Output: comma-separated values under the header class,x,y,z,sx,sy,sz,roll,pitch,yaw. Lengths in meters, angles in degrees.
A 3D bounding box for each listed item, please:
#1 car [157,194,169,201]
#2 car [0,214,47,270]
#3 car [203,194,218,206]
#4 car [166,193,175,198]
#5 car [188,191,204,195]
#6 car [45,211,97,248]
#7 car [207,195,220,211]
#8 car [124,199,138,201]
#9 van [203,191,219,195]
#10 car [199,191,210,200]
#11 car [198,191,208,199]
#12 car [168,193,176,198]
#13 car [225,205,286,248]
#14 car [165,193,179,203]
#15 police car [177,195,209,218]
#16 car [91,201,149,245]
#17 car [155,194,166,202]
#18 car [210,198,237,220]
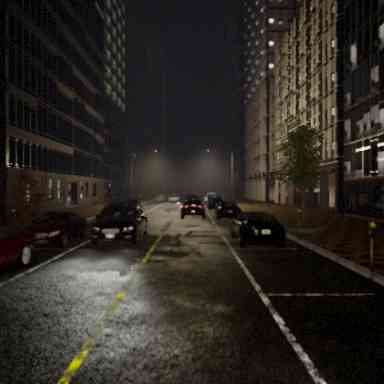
class,x,y,z,sx,sy,sz,roll,pitch,yaw
car,-5.690,1.071,65.384,2.008,1.369,4.403,0,0,0
car,-5.688,1.487,8.457,1.887,1.381,4.507,0,0,0
car,2.692,1.096,48.295,1.967,1.590,4.097,0,0,0
car,-5.690,0.885,88.152,2.008,1.369,4.403,0,0,0
car,0.080,1.047,43.091,2.097,1.767,4.553,0,0,0
car,-5.689,1.485,14.151,1.802,1.307,4.206,0,0,0
car,2.692,1.307,36.912,1.947,1.339,4.313,0,0,0
car,-5.689,1.368,25.535,1.887,1.381,4.507,0,0,0
van,2.692,1.040,42.604,1.690,1.788,3.998,0,0,0
car,2.692,0.790,71.062,2.192,1.841,5.009,0,0,0
car,2.692,0.697,82.447,2.192,1.841,5.009,0,0,0
car,-5.691,0.852,93.845,1.947,1.339,4.313,0,0,0
car,2.692,1.469,14.144,1.947,1.339,4.313,0,0,0
car,-3.061,1.117,56.561,1.812,1.442,4.674,0,0,0
police car,0.098,1.312,27.698,2.038,1.542,4.974,0,0,0
car,-3.100,1.388,15.047,2.128,1.511,4.902,0,0,0
car,-5.690,1.093,59.520,1.752,1.417,4.829,0,0,0
car,2.692,1.390,25.528,1.947,1.339,4.313,0,0,0
